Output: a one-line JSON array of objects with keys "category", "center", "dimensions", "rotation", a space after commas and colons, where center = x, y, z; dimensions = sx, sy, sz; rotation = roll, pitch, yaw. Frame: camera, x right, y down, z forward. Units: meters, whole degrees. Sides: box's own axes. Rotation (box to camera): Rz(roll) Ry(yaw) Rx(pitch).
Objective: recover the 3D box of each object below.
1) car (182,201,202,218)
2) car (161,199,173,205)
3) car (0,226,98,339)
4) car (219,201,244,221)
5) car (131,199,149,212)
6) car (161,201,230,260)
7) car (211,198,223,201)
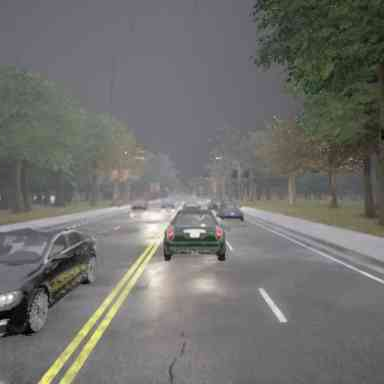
[{"category": "car", "center": [-0.007, 1.709, 32.965], "dimensions": [1.812, 1.442, 4.674], "rotation": [0, 0, 0]}, {"category": "car", "center": [-3.554, 1.831, 49.775], "dimensions": [1.812, 1.442, 4.674], "rotation": [0, -1, 0]}, {"category": "car", "center": [-3.357, 1.524, 6.829], "dimensions": [2.128, 1.511, 4.902], "rotation": [0, 0, 0]}, {"category": "car", "center": [3.229, 1.721, 28.723], "dimensions": [1.994, 1.385, 4.181], "rotation": [0, 0, -1]}, {"category": "car", "center": [-6.772, 1.736, 43.725], "dimensions": [1.882, 1.535, 5.008], "rotation": [0, 0, 0]}, {"category": "car", "center": [0.081, 1.416, 12.869], "dimensions": [2.097, 1.767, 4.553], "rotation": [0, 0, 0]}, {"category": "car", "center": [3.120, 1.600, 42.010], "dimensions": [2.097, 1.767, 4.553], "rotation": [0, 0, 0]}]
